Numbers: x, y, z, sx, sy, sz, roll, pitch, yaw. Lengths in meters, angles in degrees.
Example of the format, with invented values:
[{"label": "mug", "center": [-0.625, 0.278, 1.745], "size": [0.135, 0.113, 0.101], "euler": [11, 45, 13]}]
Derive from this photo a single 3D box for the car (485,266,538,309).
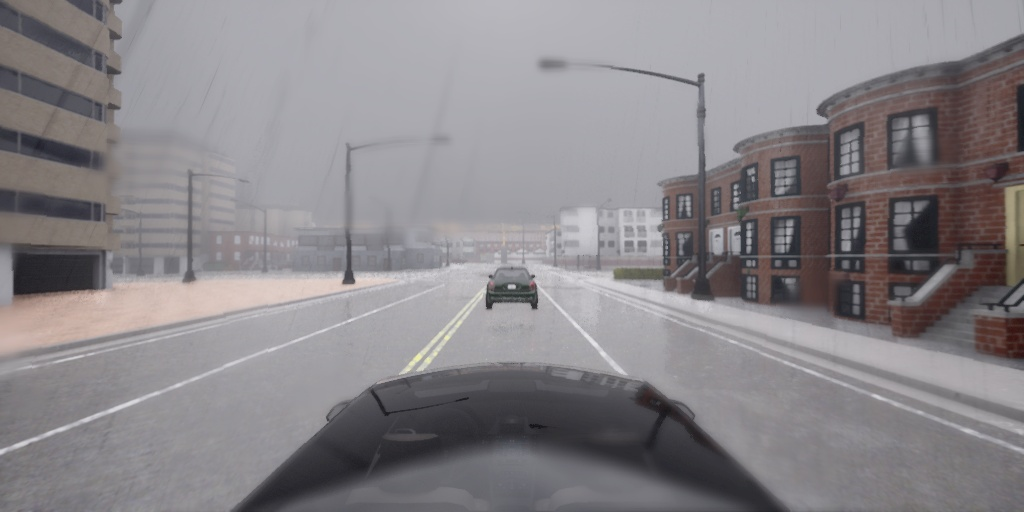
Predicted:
[{"label": "car", "center": [-0.004, 1.235, 15.941], "size": [2.097, 1.767, 4.553], "euler": [0, -1, 0]}]
